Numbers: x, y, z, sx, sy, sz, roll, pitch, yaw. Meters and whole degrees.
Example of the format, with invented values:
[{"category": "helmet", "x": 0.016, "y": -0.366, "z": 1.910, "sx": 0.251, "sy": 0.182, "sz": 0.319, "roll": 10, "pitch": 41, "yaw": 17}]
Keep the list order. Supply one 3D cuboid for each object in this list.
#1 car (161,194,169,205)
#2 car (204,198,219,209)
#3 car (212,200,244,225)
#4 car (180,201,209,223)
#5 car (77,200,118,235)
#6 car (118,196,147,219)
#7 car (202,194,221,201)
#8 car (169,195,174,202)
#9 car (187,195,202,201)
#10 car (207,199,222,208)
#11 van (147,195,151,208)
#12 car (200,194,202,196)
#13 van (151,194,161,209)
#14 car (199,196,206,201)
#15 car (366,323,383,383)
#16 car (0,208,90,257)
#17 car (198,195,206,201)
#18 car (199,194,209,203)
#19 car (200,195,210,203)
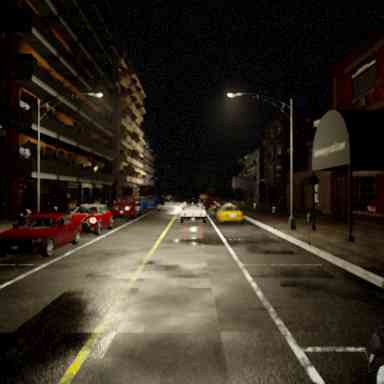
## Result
[{"category": "car", "x": -5.725, "y": 1.334, "z": 57.216, "sx": 2.192, "sy": 1.841, "sz": 5.009, "roll": 0, "pitch": 0, "yaw": 0}, {"category": "car", "x": 2.662, "y": 1.533, "z": 46.313, "sx": 1.752, "sy": 1.417, "sz": 4.829, "roll": 0, "pitch": 0, "yaw": 0}, {"category": "car", "x": 2.676, "y": 1.522, "z": 24.156, "sx": 1.752, "sy": 1.417, "sz": 4.829, "roll": 0, "pitch": 0, "yaw": 0}, {"category": "car", "x": 0.084, "y": 1.597, "z": 25.720, "sx": 1.895, "sy": 1.301, "sz": 4.718, "roll": 0, "pitch": 0, "yaw": 0}, {"category": "car", "x": -5.700, "y": 1.436, "z": 18.441, "sx": 1.967, "sy": 1.590, "sz": 4.097, "roll": 0, "pitch": 0, "yaw": 0}, {"category": "car", "x": -5.707, "y": 1.312, "z": 29.520, "sx": 2.192, "sy": 1.841, "sz": 5.009, "roll": 0, "pitch": 0, "yaw": 0}, {"category": "car", "x": 2.667, "y": 1.318, "z": 40.603, "sx": 2.192, "sy": 1.841, "sz": 5.009, "roll": 0, "pitch": 0, "yaw": 0}, {"category": "car", "x": -5.736, "y": 1.605, "z": 73.835, "sx": 1.947, "sy": 1.339, "sz": 4.313, "roll": 0, "pitch": 0, "yaw": 0}, {"category": "car", "x": 0.071, "y": 1.554, "z": 45.735, "sx": 2.033, "sy": 1.411, "sz": 5.357, "roll": 0, "pitch": 0, "yaw": 0}, {"category": "car", "x": 2.672, "y": 1.548, "z": 29.525, "sx": 2.008, "sy": 1.369, "sz": 4.403, "roll": 0, "pitch": 0, "yaw": 0}, {"category": "van", "x": -5.711, "y": 1.340, "z": 35.060, "sx": 1.690, "sy": 1.788, "sz": 3.998, "roll": 0, "pitch": 0, "yaw": 0}, {"category": "car", "x": 2.659, "y": 1.453, "z": 51.682, "sx": 1.967, "sy": 1.590, "sz": 4.097, "roll": 0, "pitch": 0, "yaw": 0}, {"category": "van", "x": -5.718, "y": 1.348, "z": 46.137, "sx": 1.690, "sy": 1.788, "sz": 3.998, "roll": 0, "pitch": 0, "yaw": 0}, {"category": "car", "x": 2.637, "y": 1.640, "z": 84.917, "sx": 1.802, "sy": 1.307, "sz": 4.206, "roll": 0, "pitch": 0, "yaw": 0}, {"category": "car", "x": 2.691, "y": 1.550, "z": 1.829, "sx": 2.008, "sy": 1.369, "sz": 4.403, "roll": 0, "pitch": 0, "yaw": 0}, {"category": "car", "x": -5.697, "y": 1.541, "z": 12.902, "sx": 1.887, "sy": 1.381, "sz": 4.507, "roll": 0, "pitch": 0, "yaw": 0}, {"category": "car", "x": 2.633, "y": 1.637, "z": 90.457, "sx": 1.947, "sy": 1.339, "sz": 4.313, "roll": 0, "pitch": 0, "yaw": 0}, {"category": "car", "x": 2.645, "y": 1.355, "z": 73.841, "sx": 2.192, "sy": 1.841, "sz": 5.009, "roll": 0, "pitch": 0, "yaw": 0}, {"category": "car", "x": 2.648, "y": 1.473, "z": 68.301, "sx": 1.967, "sy": 1.590, "sz": 4.097, "roll": 0, "pitch": 0, "yaw": 0}]
